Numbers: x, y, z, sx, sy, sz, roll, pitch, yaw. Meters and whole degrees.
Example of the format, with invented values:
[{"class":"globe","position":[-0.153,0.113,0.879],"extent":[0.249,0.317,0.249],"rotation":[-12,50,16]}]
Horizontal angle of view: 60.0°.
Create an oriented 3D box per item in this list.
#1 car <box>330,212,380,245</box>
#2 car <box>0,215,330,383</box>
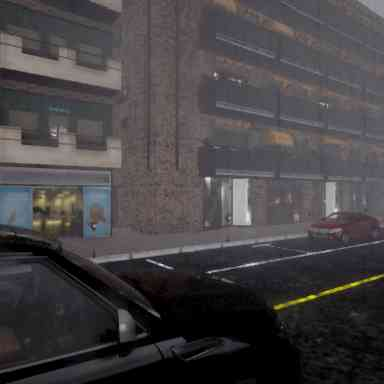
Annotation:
[{"class":"car","position":[7.172,1.582,15.538],"extent":[4.206,1.307,1.802],"rotation":[0,0,-35]},{"class":"car","position":[-1.680,1.216,2.235],"extent":[5.566,2.045,2.150],"rotation":[0,0,-36]}]
